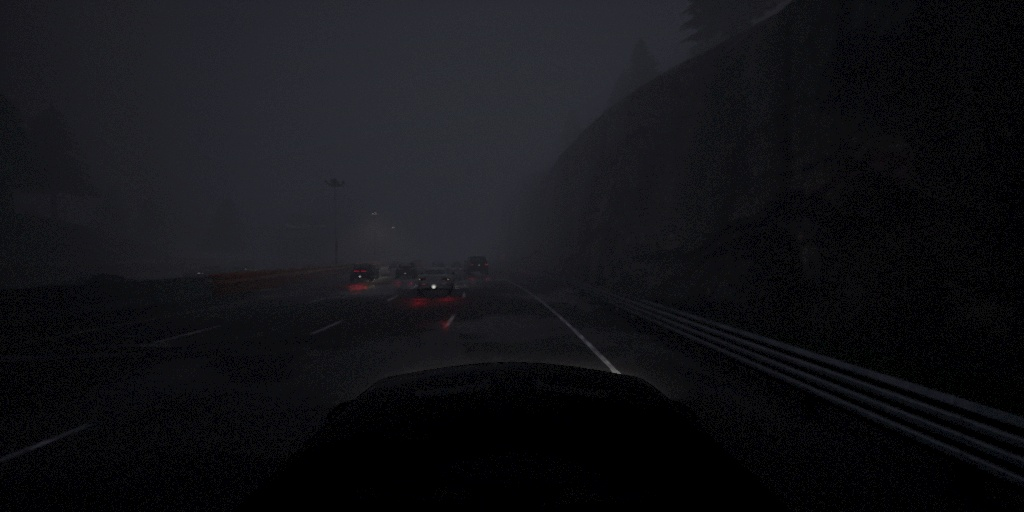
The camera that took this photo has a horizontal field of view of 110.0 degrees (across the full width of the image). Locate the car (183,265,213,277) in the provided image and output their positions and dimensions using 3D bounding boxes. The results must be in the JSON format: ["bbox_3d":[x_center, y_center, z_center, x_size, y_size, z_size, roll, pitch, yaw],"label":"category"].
[{"bbox_3d":[-32.684,1.746,38.244,1.882,1.535,5.008,-1,0,-13],"label":"car"}]

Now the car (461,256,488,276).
[{"bbox_3d":[-4.018,1.043,39.787,2.150,2.045,5.566,-1,0,-13],"label":"car"}]

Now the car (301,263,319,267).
[{"bbox_3d":[-28.241,1.729,50.138,1.812,1.442,4.674,-1,1,-13],"label":"car"}]

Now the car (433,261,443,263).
[{"bbox_3d":[-12.254,1.555,59.397,1.895,1.301,4.718,-1,0,-14],"label":"car"}]

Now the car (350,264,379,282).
[{"bbox_3d":[-13.113,1.466,32.063,1.837,1.490,4.892,0,-1,-12],"label":"car"}]

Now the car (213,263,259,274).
[{"bbox_3d":[-29.163,1.761,38.555,2.033,1.411,5.357,-1,0,-13],"label":"car"}]

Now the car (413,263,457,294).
[{"bbox_3d":[-4.345,1.348,20.818,1.812,1.442,4.674,0,0,-7],"label":"car"}]

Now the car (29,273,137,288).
[{"bbox_3d":[-22.023,1.623,18.552,1.812,1.442,4.674,-1,0,-6],"label":"car"}]

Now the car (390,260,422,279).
[{"bbox_3d":[-10.390,1.411,35.540,2.128,1.511,4.902,-1,0,-12],"label":"car"}]
